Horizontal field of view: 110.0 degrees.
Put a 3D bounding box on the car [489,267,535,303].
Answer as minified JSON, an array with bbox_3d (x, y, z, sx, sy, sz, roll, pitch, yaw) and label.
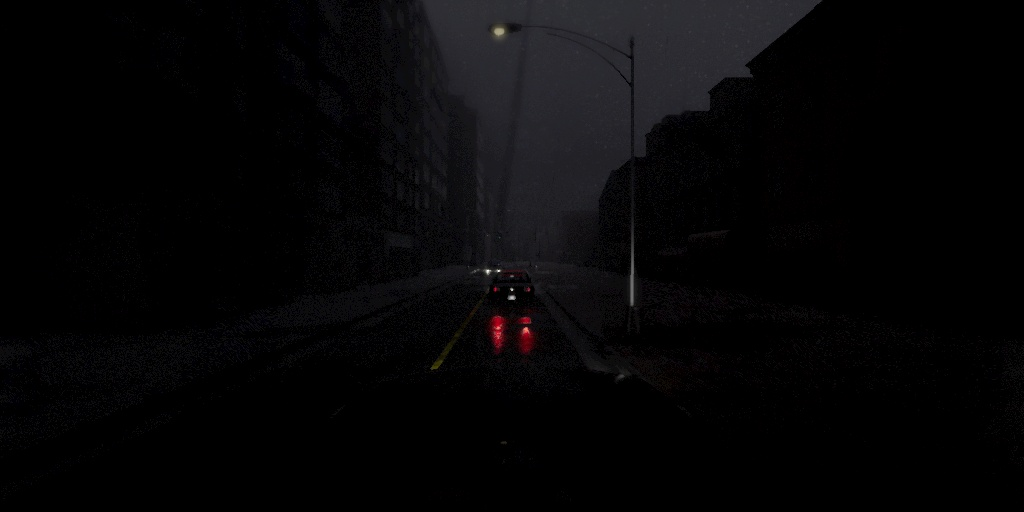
[{"bbox_3d":[0.000,1.365,16.530,1.895,1.301,4.718,0,0,0],"label":"car"}]

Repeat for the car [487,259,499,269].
[{"bbox_3d":[-2.750,1.257,54.500,1.882,1.535,5.008,0,0,0],"label":"car"}]

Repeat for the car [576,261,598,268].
[{"bbox_3d":[13.215,1.442,61.765,4.313,1.339,1.948,0,0,0],"label":"car"}]

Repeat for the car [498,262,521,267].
[{"bbox_3d":[0.000,1.365,31.530,1.895,1.301,4.718,0,0,0],"label":"car"}]
